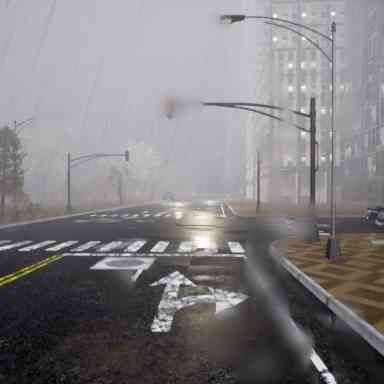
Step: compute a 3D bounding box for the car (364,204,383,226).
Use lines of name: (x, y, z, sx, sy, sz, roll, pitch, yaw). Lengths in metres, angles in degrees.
car: (13.090, 1.352, 20.012, 4.902, 1.511, 2.128, 0, 0, 5)

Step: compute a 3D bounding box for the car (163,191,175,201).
car: (-5.067, 0.840, 73.791, 2.150, 2.045, 5.566, 0, 0, 4)
